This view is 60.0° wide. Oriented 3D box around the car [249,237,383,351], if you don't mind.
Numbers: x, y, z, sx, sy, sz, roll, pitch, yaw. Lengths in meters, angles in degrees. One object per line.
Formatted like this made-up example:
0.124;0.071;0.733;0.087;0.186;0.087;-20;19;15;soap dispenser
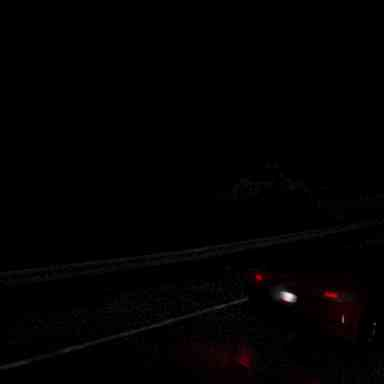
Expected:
3.029;1.568;6.329;4.181;1.385;1.994;0;0;-39;car
